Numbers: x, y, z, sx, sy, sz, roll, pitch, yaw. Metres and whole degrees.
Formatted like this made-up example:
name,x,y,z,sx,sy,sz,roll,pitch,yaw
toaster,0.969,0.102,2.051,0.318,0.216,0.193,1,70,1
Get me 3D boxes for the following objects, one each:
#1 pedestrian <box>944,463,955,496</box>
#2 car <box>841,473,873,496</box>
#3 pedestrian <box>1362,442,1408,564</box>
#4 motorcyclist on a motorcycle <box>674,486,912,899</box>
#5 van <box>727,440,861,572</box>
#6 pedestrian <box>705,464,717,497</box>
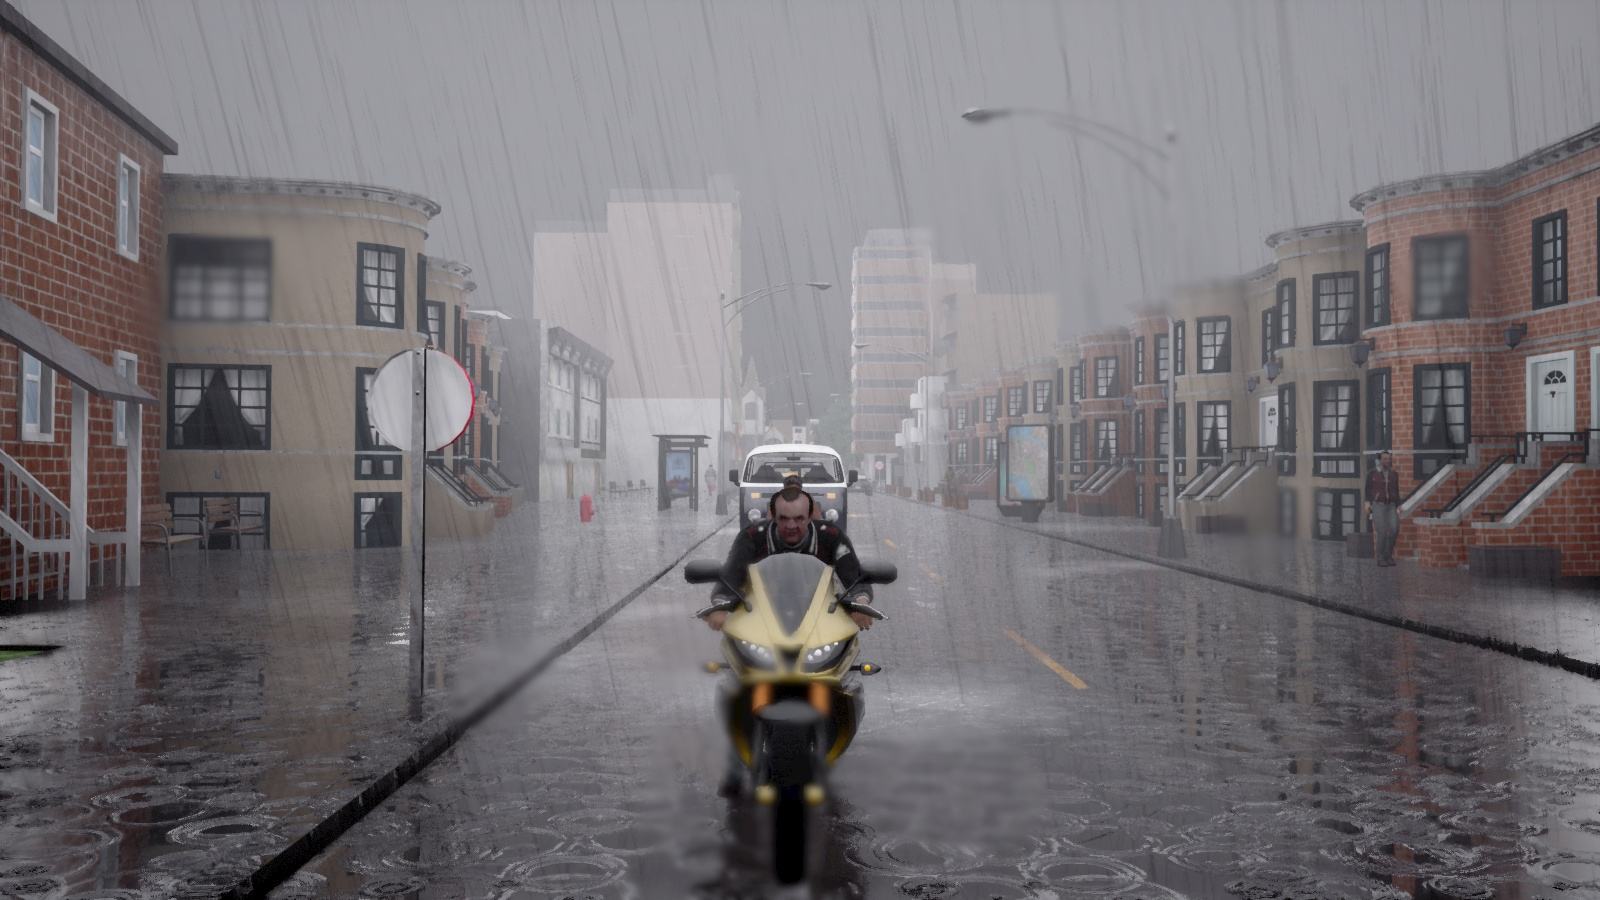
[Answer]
name,x,y,z,sx,sy,sz,roll,pitch,yaw
pedestrian,8.530,1.689,71.605,0.431,1.840,0.709,-1,-1,25
car,3.613,2.175,80.515,1.812,1.442,4.674,0,-1,0
pedestrian,9.046,0.814,19.429,0.376,1.854,0.720,0,-1,2
motorcyclist on a motorcycle,-0.032,0.945,5.682,0.866,1.530,2.191,0,-1,0
van,-0.106,0.902,21.712,2.069,2.038,4.480,0,-1,0
pedestrian,-5.212,1.776,73.469,0.659,1.952,0.873,0,-1,-1
